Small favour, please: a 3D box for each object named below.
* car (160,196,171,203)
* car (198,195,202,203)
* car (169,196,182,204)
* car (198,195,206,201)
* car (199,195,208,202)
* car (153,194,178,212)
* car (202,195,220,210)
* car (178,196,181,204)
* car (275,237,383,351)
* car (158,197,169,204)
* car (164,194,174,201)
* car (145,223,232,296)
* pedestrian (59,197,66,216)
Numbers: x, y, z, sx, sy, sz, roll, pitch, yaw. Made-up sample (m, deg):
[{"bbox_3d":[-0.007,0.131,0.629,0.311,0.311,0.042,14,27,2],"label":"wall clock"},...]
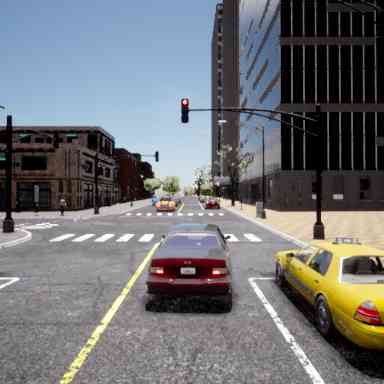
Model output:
[{"bbox_3d":[-5.698,1.593,71.847,1.947,1.339,4.313,1,0,0],"label":"car"},{"bbox_3d":[2.683,1.552,72.007,1.752,1.417,4.829,1,0,0],"label":"car"},{"bbox_3d":[-3.070,1.512,63.208,2.128,1.511,4.902,0,0,1],"label":"car"},{"bbox_3d":[2.679,1.578,88.441,1.887,1.381,4.507,1,0,0],"label":"car"},{"bbox_3d":[2.682,1.554,77.541,1.752,1.417,4.829,1,0,0],"label":"car"},{"bbox_3d":[-3.106,1.366,39.897,2.097,1.767,4.553,0,0,0],"label":"car"},{"bbox_3d":[2.691,1.455,44.162,1.967,1.590,4.097,1,0,0],"label":"car"},{"bbox_3d":[-3.104,1.619,51.534,1.895,1.301,4.718,0,0,0],"label":"car"},{"bbox_3d":[2.837,1.527,6.384,1.752,1.417,4.829,1,0,0],"label":"car"},{"bbox_3d":[-5.697,1.606,66.312,1.802,1.307,4.206,1,0,0],"label":"car"},{"bbox_3d":[-5.697,1.346,82.915,2.192,1.841,5.009,1,0,0],"label":"car"},{"bbox_3d":[0.073,1.550,8.835,2.033,1.411,5.357,0,0,3],"label":"car"},{"bbox_3d":[-12.553,1.368,32.153,0.375,1.860,0.375,0,0,1],"label":"pedestrian"}]
